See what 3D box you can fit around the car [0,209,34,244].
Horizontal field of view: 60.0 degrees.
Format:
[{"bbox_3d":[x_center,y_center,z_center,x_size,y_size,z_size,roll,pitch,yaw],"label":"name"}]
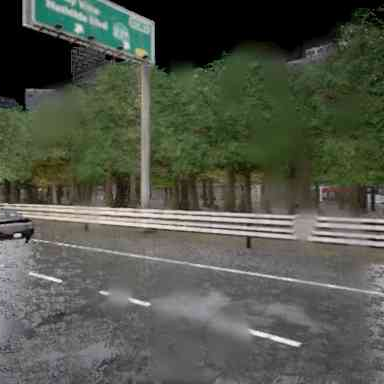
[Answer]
[{"bbox_3d":[-8.808,1.495,14.452,4.902,1.511,2.128,0,0,36],"label":"car"}]
